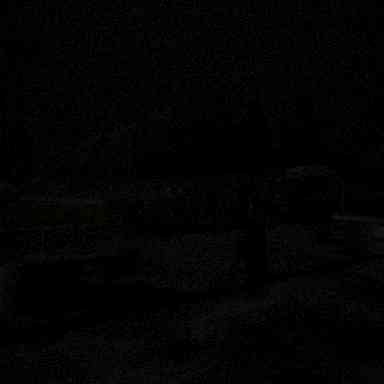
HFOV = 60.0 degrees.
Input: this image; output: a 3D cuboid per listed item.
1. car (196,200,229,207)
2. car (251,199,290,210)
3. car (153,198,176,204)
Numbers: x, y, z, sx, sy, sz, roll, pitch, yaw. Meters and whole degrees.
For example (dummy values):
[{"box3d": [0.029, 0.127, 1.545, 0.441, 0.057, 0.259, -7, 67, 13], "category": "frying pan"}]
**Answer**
[{"box3d": [2.634, 1.669, 43.251, 1.895, 1.301, 4.718, 0, 0, -35], "category": "car"}, {"box3d": [8.386, 1.574, 35.134, 1.837, 1.490, 4.892, 0, 0, -35], "category": "car"}, {"box3d": [-4.405, 1.667, 53.233, 1.895, 1.301, 4.718, 0, 0, -35], "category": "car"}]
